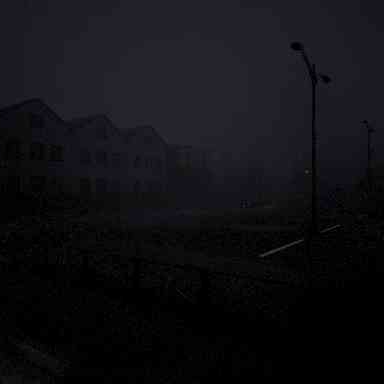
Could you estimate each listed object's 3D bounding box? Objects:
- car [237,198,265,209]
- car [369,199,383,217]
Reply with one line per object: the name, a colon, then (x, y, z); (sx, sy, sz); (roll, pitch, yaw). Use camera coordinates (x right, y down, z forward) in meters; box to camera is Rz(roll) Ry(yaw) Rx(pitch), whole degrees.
car: (7.586, 1.409, 41.985); (1.895, 1.301, 4.718); (0, 0, 36)
car: (15.518, 1.298, 26.752); (2.007, 1.523, 4.514); (0, 0, 35)
